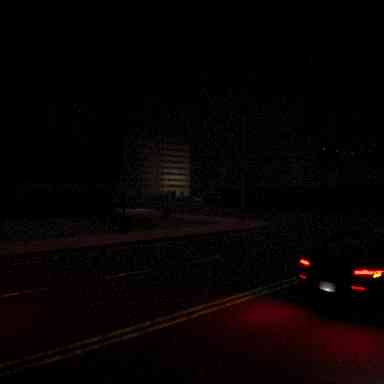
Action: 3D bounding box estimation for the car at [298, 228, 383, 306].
[{"bbox_3d":[4.202,1.546,7.527,4.674,1.442,1.812,0,0,-40],"label":"car"}]

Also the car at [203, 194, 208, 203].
[{"bbox_3d":[4.159,1.450,72.855,3.866,1.878,1.905,0,0,-40],"label":"car"}]

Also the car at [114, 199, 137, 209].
[{"bbox_3d":[-9.937,1.718,49.649,1.882,1.535,5.008,0,0,-38],"label":"car"}]

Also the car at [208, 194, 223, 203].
[{"bbox_3d":[5.997,1.674,70.616,3.806,1.475,1.970,0,0,-40],"label":"car"}]

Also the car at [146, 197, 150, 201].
[{"bbox_3d":[-10.180,1.564,90.216,4.605,1.855,1.932,0,0,-40],"label":"car"}]

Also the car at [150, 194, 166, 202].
[{"bbox_3d":[-8.377,1.552,87.952,3.866,1.878,1.905,0,0,-40],"label":"car"}]
